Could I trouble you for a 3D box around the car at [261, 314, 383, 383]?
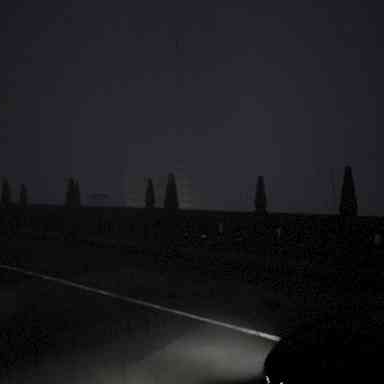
[{"bbox_3d":[2.816,1.504,1.985,4.892,1.490,1.837,0,0,35],"label":"car"}]
